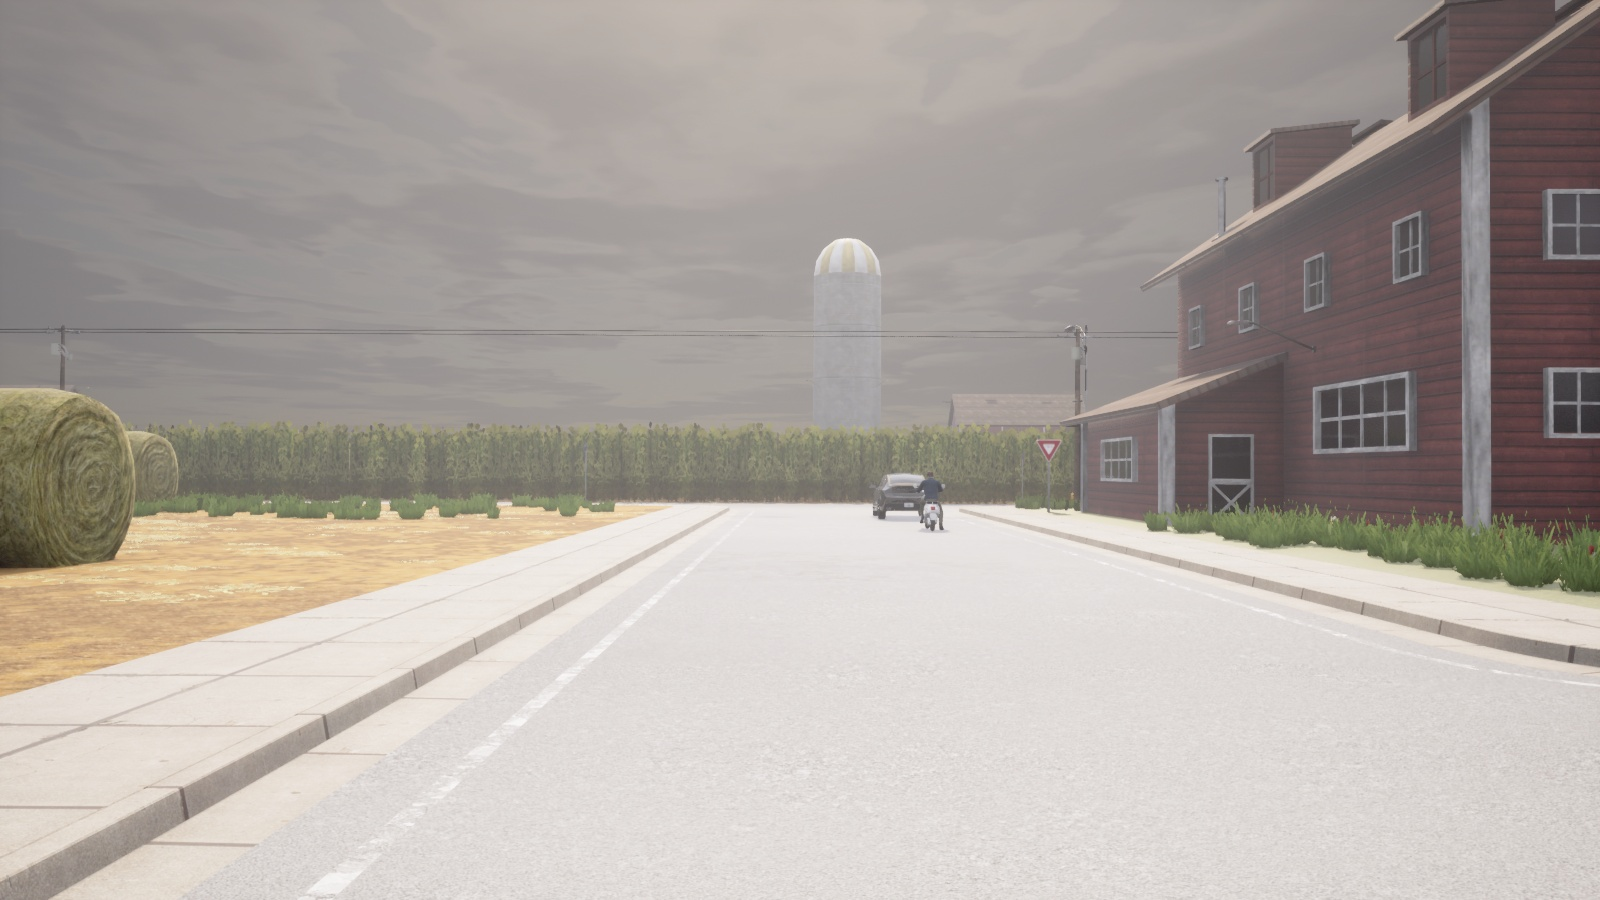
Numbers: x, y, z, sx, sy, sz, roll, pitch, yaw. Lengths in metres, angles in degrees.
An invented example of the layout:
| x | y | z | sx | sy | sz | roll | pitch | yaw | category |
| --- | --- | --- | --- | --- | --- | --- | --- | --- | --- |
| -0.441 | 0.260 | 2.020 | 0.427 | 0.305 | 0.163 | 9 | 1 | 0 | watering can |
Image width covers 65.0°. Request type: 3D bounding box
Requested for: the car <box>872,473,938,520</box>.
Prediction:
| x | y | z | sx | sy | sz | roll | pitch | yaw | category |
| --- | --- | --- | --- | --- | --- | --- | --- | --- | --- |
| 3.489 | 1.522 | 42.494 | 1.837 | 1.490 | 4.892 | 0 | -1 | 0 | car |

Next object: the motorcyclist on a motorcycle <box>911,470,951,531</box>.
| x | y | z | sx | sy | sz | roll | pitch | yaw | category |
| --- | --- | --- | --- | --- | --- | --- | --- | --- | --- |
| 3.492 | 1.322 | 33.611 | 0.866 | 1.590 | 1.817 | 0 | -1 | 0 | motorcyclist on a motorcycle |
